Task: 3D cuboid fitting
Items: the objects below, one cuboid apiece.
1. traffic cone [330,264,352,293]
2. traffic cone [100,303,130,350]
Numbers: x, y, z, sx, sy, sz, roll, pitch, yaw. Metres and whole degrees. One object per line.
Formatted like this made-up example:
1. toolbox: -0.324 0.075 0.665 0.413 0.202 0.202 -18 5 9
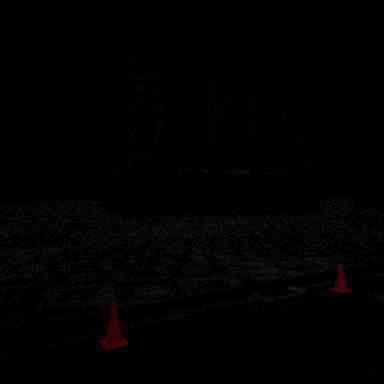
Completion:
1. traffic cone: 3.375 1.922 7.529 0.340 0.580 0.340 0 0 -28
2. traffic cone: -1.137 1.927 4.884 0.340 0.580 0.340 0 0 -33
